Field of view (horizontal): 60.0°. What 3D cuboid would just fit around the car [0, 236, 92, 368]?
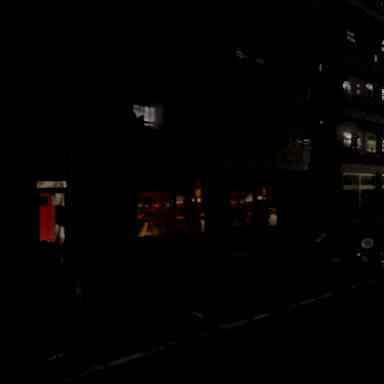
[{"bbox_3d":[-3.489,1.442,4.085,4.097,1.590,1.967,0,-1,-36],"label":"car"}]

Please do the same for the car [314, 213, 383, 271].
[{"bbox_3d":[5.753,1.416,10.682,4.097,1.590,1.967,0,-1,-36],"label":"car"}]
